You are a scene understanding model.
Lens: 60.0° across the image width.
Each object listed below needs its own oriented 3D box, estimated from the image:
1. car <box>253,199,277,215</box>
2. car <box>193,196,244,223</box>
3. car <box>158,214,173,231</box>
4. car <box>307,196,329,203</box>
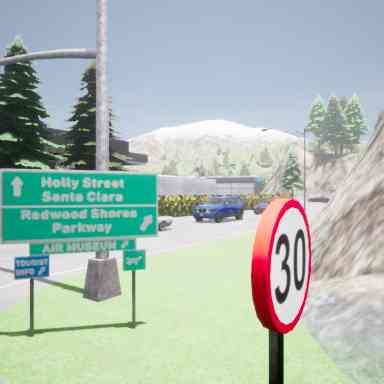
[{"bbox_3d":[8.431,1.543,36.276,2.097,1.767,4.553,0,0,36],"label":"car"},{"bbox_3d":[2.370,1.411,27.913,2.150,2.045,5.566,0,0,36],"label":"car"},{"bbox_3d":[-3.311,1.792,20.057,1.895,1.301,4.718,0,0,36],"label":"car"},{"bbox_3d":[28.248,1.717,74.735,2.128,1.511,4.902,0,0,-42],"label":"car"}]
